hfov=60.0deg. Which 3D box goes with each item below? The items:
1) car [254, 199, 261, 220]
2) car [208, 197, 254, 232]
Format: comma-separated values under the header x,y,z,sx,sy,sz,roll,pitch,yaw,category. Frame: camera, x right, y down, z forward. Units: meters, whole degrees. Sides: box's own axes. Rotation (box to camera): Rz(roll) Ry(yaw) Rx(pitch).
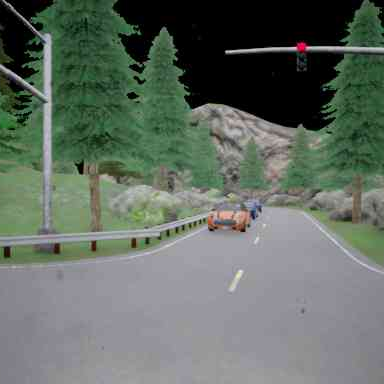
x,y,z,sx,sy,sz,roll,pitch,yaw,category
4.734,1.522,29.116,1.882,1.535,5.008,0,0,15,car
2.368,1.383,20.291,2.097,1.767,4.553,0,0,15,car
